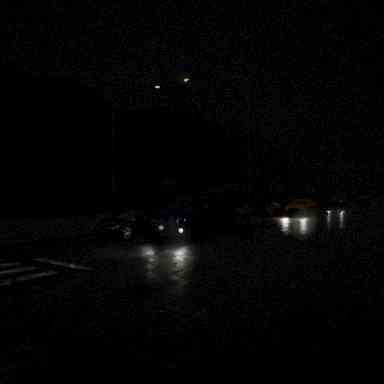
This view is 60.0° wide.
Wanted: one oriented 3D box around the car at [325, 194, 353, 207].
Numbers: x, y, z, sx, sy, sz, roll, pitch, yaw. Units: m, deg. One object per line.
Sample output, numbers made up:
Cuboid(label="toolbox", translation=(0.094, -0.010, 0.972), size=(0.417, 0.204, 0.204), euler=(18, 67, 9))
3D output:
Cuboid(label="car", translation=(19.100, 1.086, 43.188), size=(1.837, 1.490, 4.892), euler=(0, 0, 35))

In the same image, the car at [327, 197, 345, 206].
Cuboid(label="car", translation=(23.326, 1.498, 53.774), size=(1.947, 1.339, 4.313), euler=(0, 0, 35))

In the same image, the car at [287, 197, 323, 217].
Cuboid(label="car", translation=(10.182, 1.414, 30.677), size=(1.882, 1.535, 5.008), euler=(0, 0, 36))

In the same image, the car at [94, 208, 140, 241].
Cuboid(label="car", translation=(-2.826, 1.516, 16.618), size=(2.008, 1.369, 4.403), euler=(0, 0, 35))

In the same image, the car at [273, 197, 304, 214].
Cuboid(label="car", translation=(10.249, 1.377, 35.196), size=(1.967, 1.590, 4.097), euler=(0, 0, 35))

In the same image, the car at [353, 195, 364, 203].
Cuboid(label="car", translation=(33.132, 1.507, 67.708), size=(1.947, 1.339, 4.313), euler=(0, 0, 35))

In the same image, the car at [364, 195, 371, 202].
Cuboid(label="car", translation=(39.571, 1.484, 76.858), size=(1.752, 1.417, 4.829), euler=(0, 0, 35))

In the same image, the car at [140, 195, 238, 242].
Cuboid(label="car", translation=(0.268, 1.181, 16.604), size=(2.150, 2.045, 5.566), euler=(0, 0, 35))

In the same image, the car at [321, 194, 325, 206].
Cuboid(label="car", translation=(20.056, 1.248, 49.129), size=(2.192, 1.841, 5.009), euler=(0, 0, 35))

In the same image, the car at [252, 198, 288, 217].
Cuboid(label="car", translation=(6.980, 1.522, 30.551), size=(1.802, 1.307, 4.206), euler=(0, 0, 35))
